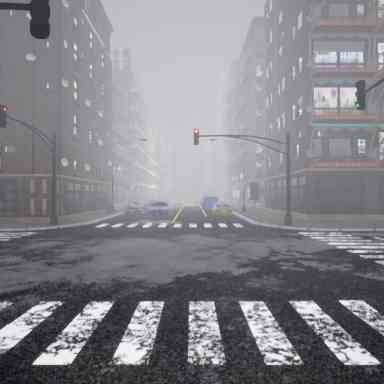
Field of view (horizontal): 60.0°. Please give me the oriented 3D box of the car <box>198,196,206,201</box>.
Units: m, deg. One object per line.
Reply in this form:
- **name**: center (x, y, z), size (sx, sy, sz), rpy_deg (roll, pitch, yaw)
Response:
- **car**: center (2.443, 1.626, 83.677), size (1.887, 1.381, 4.507), rpy_deg (1, 0, 0)

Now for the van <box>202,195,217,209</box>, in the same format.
- **van**: center (2.540, 1.366, 44.087), size (1.690, 1.788, 3.998), rpy_deg (1, 0, 0)

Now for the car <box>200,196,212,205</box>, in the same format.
- **car**: center (2.479, 1.485, 61.053), size (1.967, 1.590, 4.097), rpy_deg (1, 0, 0)

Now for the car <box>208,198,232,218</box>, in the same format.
- **car**: center (2.656, 1.537, 30.253), size (1.752, 1.417, 4.829), rpy_deg (1, 0, 0)

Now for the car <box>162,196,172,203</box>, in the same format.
- **car**: center (-5.420, 1.612, 72.301), size (2.008, 1.369, 4.403), rpy_deg (1, 0, 0)

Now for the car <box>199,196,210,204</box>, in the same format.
- **car**: center (2.469, 1.604, 66.709), size (2.008, 1.369, 4.403), rpy_deg (1, 0, 0)

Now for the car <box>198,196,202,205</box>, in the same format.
- **car**: center (2.499, 1.346, 49.740), size (2.192, 1.841, 5.009), rpy_deg (1, 0, 0)

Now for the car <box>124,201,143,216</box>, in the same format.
- **car**: center (-5.487, 1.565, 32.696), size (2.008, 1.369, 4.403), rpy_deg (1, 0, 0)

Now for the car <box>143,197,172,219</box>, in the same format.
- **car**: center (-2.795, 1.500, 29.188), size (1.882, 1.535, 5.008), rpy_deg (0, 0, 0)
